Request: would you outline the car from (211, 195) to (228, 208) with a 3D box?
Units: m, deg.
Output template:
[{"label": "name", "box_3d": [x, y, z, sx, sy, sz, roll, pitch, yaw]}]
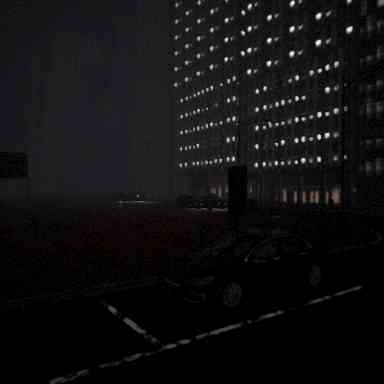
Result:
[{"label": "car", "box_3d": [2.370, 1.111, 39.804, 1.837, 1.490, 4.892, 1, 0, -35]}]

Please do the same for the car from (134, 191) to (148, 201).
[{"label": "car", "box_3d": [-9.282, 0.640, 56.849, 2.097, 1.767, 4.553, 1, 0, -35]}]

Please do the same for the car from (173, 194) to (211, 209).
[{"label": "car", "box_3d": [-0.329, 1.063, 37.992, 1.837, 1.490, 4.892, 1, 0, -35]}]

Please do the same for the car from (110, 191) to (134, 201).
[{"label": "car", "box_3d": [-11.940, 0.769, 54.976, 1.837, 1.490, 4.892, 1, 0, -35]}]

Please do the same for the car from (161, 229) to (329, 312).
[{"label": "car", "box_3d": [1.377, 1.574, 7.676, 4.403, 1.369, 2.008, 0, 0, -35]}]
